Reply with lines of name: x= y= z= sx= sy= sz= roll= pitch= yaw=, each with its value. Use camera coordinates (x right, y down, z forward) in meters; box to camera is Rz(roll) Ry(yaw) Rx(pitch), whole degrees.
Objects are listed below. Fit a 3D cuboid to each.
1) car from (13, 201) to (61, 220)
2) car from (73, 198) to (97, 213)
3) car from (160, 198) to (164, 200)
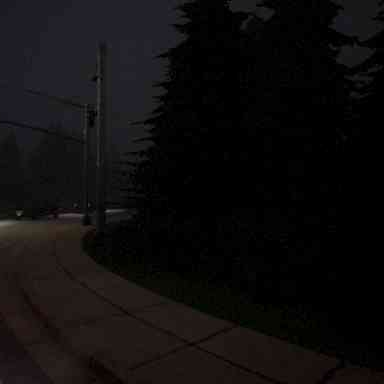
car: x=-13.445 y=1.559 z=29.082 sx=2.128 sy=1.511 sz=4.902 roll=0 pitch=0 yaw=10
car: x=-11.664 y=1.460 z=38.129 sx=2.097 sy=1.767 sz=4.553 roll=0 pitch=0 yaw=12
car: x=-5.104 y=1.671 z=51.585 sx=2.128 sy=1.511 sz=4.902 roll=0 pitch=0 yaw=11
